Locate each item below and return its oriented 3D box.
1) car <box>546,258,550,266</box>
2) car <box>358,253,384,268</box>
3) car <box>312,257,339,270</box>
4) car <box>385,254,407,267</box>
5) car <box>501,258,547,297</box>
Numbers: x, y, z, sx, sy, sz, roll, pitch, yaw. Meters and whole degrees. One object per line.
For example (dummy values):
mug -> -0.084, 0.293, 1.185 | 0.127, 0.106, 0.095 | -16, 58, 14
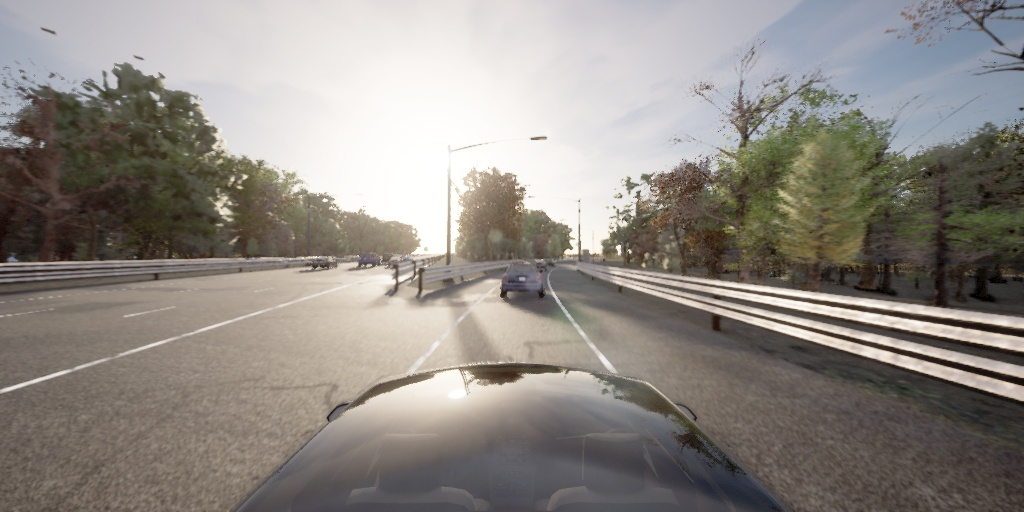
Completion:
car -> 3.964, 1.319, 50.643 | 1.837, 1.490, 4.892 | 0, 0, 9
car -> -20.200, 0.553, 50.909 | 2.150, 2.045, 5.566 | 0, 0, -10
car -> -22.437, 0.853, 43.295 | 1.837, 1.490, 4.892 | 0, 0, -10
car -> -16.953, 0.875, 52.655 | 1.812, 1.442, 4.674 | 0, 0, -10
car -> 0.610, 1.122, 19.253 | 2.097, 1.767, 4.553 | 0, 0, 3
